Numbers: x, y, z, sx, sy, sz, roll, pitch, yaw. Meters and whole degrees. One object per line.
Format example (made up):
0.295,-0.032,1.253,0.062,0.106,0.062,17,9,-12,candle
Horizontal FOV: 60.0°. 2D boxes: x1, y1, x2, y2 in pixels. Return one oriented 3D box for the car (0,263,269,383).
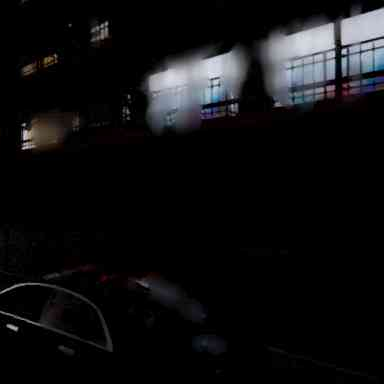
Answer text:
-1.312,1.549,3.960,4.403,1.369,2.008,0,-1,36,car
